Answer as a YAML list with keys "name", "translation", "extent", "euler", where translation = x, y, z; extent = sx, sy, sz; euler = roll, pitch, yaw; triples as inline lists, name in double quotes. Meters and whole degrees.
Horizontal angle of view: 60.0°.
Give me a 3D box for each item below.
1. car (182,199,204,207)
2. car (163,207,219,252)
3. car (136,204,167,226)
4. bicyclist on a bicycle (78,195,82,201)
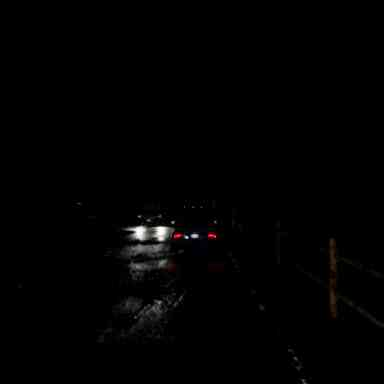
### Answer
- name: "car"
  translation: [0.099, 1.448, 32.821]
  extent: [2.097, 1.767, 4.553]
  euler: [0, 0, 0]
- name: "car"
  translation: [0.097, 1.589, 14.048]
  extent: [2.033, 1.411, 5.357]
  euler: [0, 0, 0]
- name: "car"
  translation: [-2.850, 1.597, 24.277]
  extent: [1.812, 1.442, 4.674]
  euler: [0, 0, 0]
- name: "bicyclist on a bicycle"
  translation: [-22.483, 1.326, 66.722]
  extent: [0.582, 1.620, 1.656]
  euler: [1, 0, 1]
